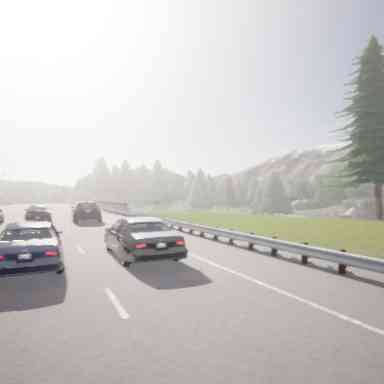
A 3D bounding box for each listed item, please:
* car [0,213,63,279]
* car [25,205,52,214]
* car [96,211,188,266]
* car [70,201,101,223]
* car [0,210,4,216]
[{"bbox_3d":[-5.083,1.641,10.446,2.033,1.411,5.357,-1,0,-24],"label":"car"},{"bbox_3d":[-12.340,1.755,26.779,1.812,1.442,4.674,-1,0,-23],"label":"car"},{"bbox_3d":[-1.890,1.599,11.878,2.033,1.411,5.357,-1,0,-24],"label":"car"},{"bbox_3d":[-8.838,1.536,27.497,2.097,1.767,4.553,-1,0,-23],"label":"car"},{"bbox_3d":[-15.533,1.795,25.347,1.812,1.442,4.674,-1,0,-23],"label":"car"}]
